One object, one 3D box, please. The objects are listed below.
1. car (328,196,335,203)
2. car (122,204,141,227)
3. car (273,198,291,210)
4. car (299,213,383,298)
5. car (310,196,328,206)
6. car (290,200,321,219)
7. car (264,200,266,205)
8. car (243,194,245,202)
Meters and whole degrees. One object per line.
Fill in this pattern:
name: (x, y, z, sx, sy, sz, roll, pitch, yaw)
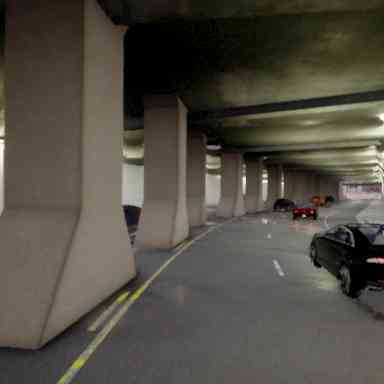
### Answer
car: (30.320, 1.654, 73.484, 1.837, 1.490, 4.892, 1, 0, 30)
car: (-4.258, 1.475, 19.995, 1.812, 1.442, 4.674, 0, 0, 15)
car: (12.206, 1.603, 44.154, 1.837, 1.490, 4.892, 1, 0, 30)
car: (4.386, 1.530, 8.487, 2.128, 1.511, 4.902, 0, 0, 7)
car: (22.792, 1.547, 60.405, 2.097, 1.767, 4.553, 1, 0, 30)
car: (10.140, 1.686, 29.558, 1.895, 1.301, 4.718, 1, 0, 23)
car: (14.460, 1.605, 59.718, 2.128, 1.511, 4.902, 1, 0, 31)
car: (9.715, 1.288, 58.489, 2.150, 2.045, 5.566, 1, 0, 30)
